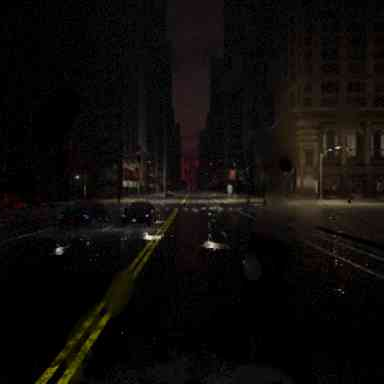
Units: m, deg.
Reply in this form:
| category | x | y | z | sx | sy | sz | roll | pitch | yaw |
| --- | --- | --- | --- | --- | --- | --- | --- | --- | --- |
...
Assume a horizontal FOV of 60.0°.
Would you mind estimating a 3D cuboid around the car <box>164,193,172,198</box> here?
| category | x | y | z | sx | sy | sz | roll | pitch | yaw |
| --- | --- | --- | --- | --- | --- | --- | --- | --- | --- |
| car | -6.525 | 0.853 | 91.588 | 1.895 | 1.301 | 4.718 | 0 | 1 | 0 |

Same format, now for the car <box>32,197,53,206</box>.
| category | x | y | z | sx | sy | sz | roll | pitch | yaw |
| --- | --- | --- | --- | --- | --- | --- | --- | --- | --- |
| car | -23.996 | 1.435 | 51.595 | 4.507 | 1.381 | 1.887 | -1 | 1 | 0 |

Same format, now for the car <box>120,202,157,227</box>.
| category | x | y | z | sx | sy | sz | roll | pitch | yaw |
| --- | --- | --- | --- | --- | --- | --- | --- | --- | --- |
| car | -3.343 | 1.361 | 21.604 | 1.812 | 1.442 | 4.674 | 0 | 0 | 0 |

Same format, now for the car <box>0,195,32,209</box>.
| category | x | y | z | sx | sy | sz | roll | pitch | yaw |
| --- | --- | --- | --- | --- | --- | --- | --- | --- | --- |
| car | -23.854 | 1.514 | 43.068 | 4.829 | 1.417 | 1.752 | -1 | 1 | 0 |

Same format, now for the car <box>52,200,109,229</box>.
| category | x | y | z | sx | sy | sz | roll | pitch | yaw |
| --- | --- | --- | --- | --- | --- | --- | --- | --- | --- |
| car | -6.599 | 1.320 | 20.754 | 1.882 | 1.535 | 5.008 | 0 | 0 | 0 |
